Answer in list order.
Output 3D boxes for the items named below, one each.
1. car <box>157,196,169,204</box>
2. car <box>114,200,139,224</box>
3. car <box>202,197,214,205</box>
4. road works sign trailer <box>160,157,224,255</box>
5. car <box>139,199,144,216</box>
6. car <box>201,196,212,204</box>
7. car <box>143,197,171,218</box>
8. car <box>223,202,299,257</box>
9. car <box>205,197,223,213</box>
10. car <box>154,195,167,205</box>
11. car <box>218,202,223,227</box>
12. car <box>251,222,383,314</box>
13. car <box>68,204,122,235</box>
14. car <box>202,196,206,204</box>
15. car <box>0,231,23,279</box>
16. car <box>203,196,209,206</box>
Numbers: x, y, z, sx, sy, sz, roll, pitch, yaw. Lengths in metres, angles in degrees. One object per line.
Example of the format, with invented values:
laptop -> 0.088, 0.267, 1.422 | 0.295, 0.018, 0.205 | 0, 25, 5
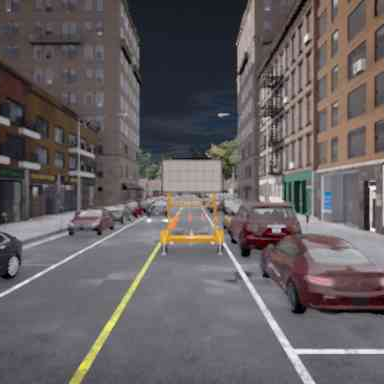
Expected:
car -> -5.364, 1.479, 62.467 | 1.802, 1.307, 4.206 | 0, 0, 0
car -> -5.379, 1.505, 23.835 | 2.008, 1.369, 4.403 | 0, 0, 0
car -> 2.659, 1.485, 56.946 | 1.802, 1.307, 4.206 | 0, 0, 0
road works sign trailer -> 0.005, 0.439, 13.167 | 2.380, 3.560, 2.880 | 0, 0, 0
car -> -5.376, 1.488, 29.354 | 1.887, 1.381, 4.507 | 0, 0, 0
car -> 2.661, 1.462, 62.465 | 1.947, 1.339, 4.313 | 0, 0, 0
car -> -2.838, 1.469, 29.351 | 1.812, 1.442, 4.674 | 0, 0, 0
car -> 2.643, 1.290, 12.800 | 2.192, 1.841, 5.009 | 0, 0, 0
car -> 2.651, 1.515, 34.874 | 1.802, 1.307, 4.206 | 0, 0, 0
car -> -5.367, 1.344, 56.947 | 1.967, 1.590, 4.097 | 0, 0, 0
car -> 2.640, 1.489, 18.487 | 1.752, 1.417, 4.829 | 0, 0, 0
car -> 2.640, 1.567, 7.282 | 1.802, 1.307, 4.206 | 0, 0, 0
car -> -5.381, 1.547, 18.316 | 1.802, 1.307, 4.206 | 0, 0, 0
car -> 2.654, 1.441, 46.080 | 1.752, 1.417, 4.829 | 0, 0, 0
car -> -5.385, 1.537, 7.278 | 2.008, 1.369, 4.403 | 0, 0, 0
car -> 2.652, 1.505, 40.392 | 1.802, 1.307, 4.206 | 0, 0, 0
